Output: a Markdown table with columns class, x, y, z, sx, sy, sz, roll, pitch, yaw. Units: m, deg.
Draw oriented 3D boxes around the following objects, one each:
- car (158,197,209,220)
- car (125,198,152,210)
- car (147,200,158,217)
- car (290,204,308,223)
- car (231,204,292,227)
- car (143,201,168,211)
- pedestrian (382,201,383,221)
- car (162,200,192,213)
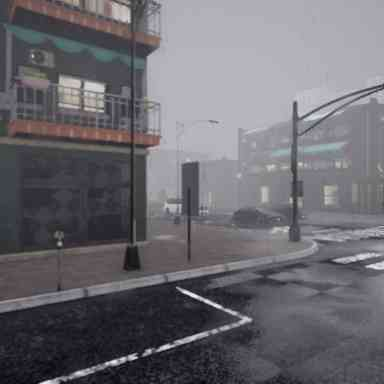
| class | x | y | z | sx | sy | sz | roll | pitch | yaw |
| --- | --- | --- | --- | --- | --- | --- | --- | --- | --- |
| car | -0.697 | 1.517 | 32.340 | 2.150 | 2.045 | 5.566 | 0 | -1 | -35 |
| car | -8.651 | 1.886 | 53.423 | 2.192 | 1.841 | 5.009 | -1 | 0 | -36 |
| car | -5.549 | 1.869 | 34.533 | 1.752 | 1.417 | 4.829 | -1 | 0 | -36 |
| car | 6.983 | 1.688 | 26.930 | 2.128 | 1.511 | 4.902 | 0 | -1 | -34 |
| car | 4.837 | 1.746 | 24.589 | 1.994 | 1.385 | 4.181 | 0 | -1 | -35 |
| car | -5.348 | 2.084 | 48.801 | 1.802 | 1.307 | 4.206 | -1 | 0 | -36 |
| pedestrian | 14.883 | 1.283 | 25.552 | 0.375 | 1.860 | 0.375 | -1 | 0 | -36 |
| car | -2.035 | 1.874 | 44.196 | 1.967 | 1.590 | 4.097 | -1 | 0 | -36 |
